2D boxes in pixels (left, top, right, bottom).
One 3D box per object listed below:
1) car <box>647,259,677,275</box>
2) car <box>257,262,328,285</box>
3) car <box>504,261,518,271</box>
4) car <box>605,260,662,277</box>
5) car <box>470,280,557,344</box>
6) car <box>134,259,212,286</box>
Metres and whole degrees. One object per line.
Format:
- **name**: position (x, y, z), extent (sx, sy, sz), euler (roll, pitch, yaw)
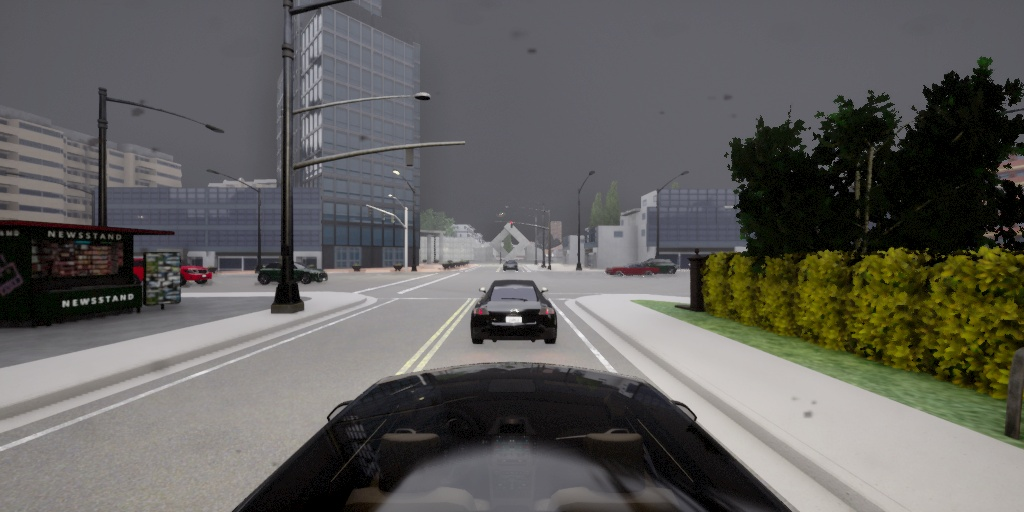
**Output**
- **car**: position (14.995, 1.081, 38.256), extent (4.553, 1.767, 2.097), euler (0, 0, -1)
- **car**: position (-16.495, 1.209, 27.168), extent (4.553, 1.767, 2.097), euler (-1, 0, -1)
- **car**: position (-0.162, 1.313, 49.848), extent (1.994, 1.385, 4.181), euler (0, 0, 0)
- **car**: position (11.436, 1.346, 34.434), extent (4.718, 1.301, 1.895), euler (0, 0, -5)
- **car**: position (0.045, 1.314, 9.583), extent (1.994, 1.385, 4.181), euler (0, 0, 0)
- **car**: position (-26.012, 1.190, 27.051), extent (5.566, 2.045, 2.150), euler (-1, 0, -1)
